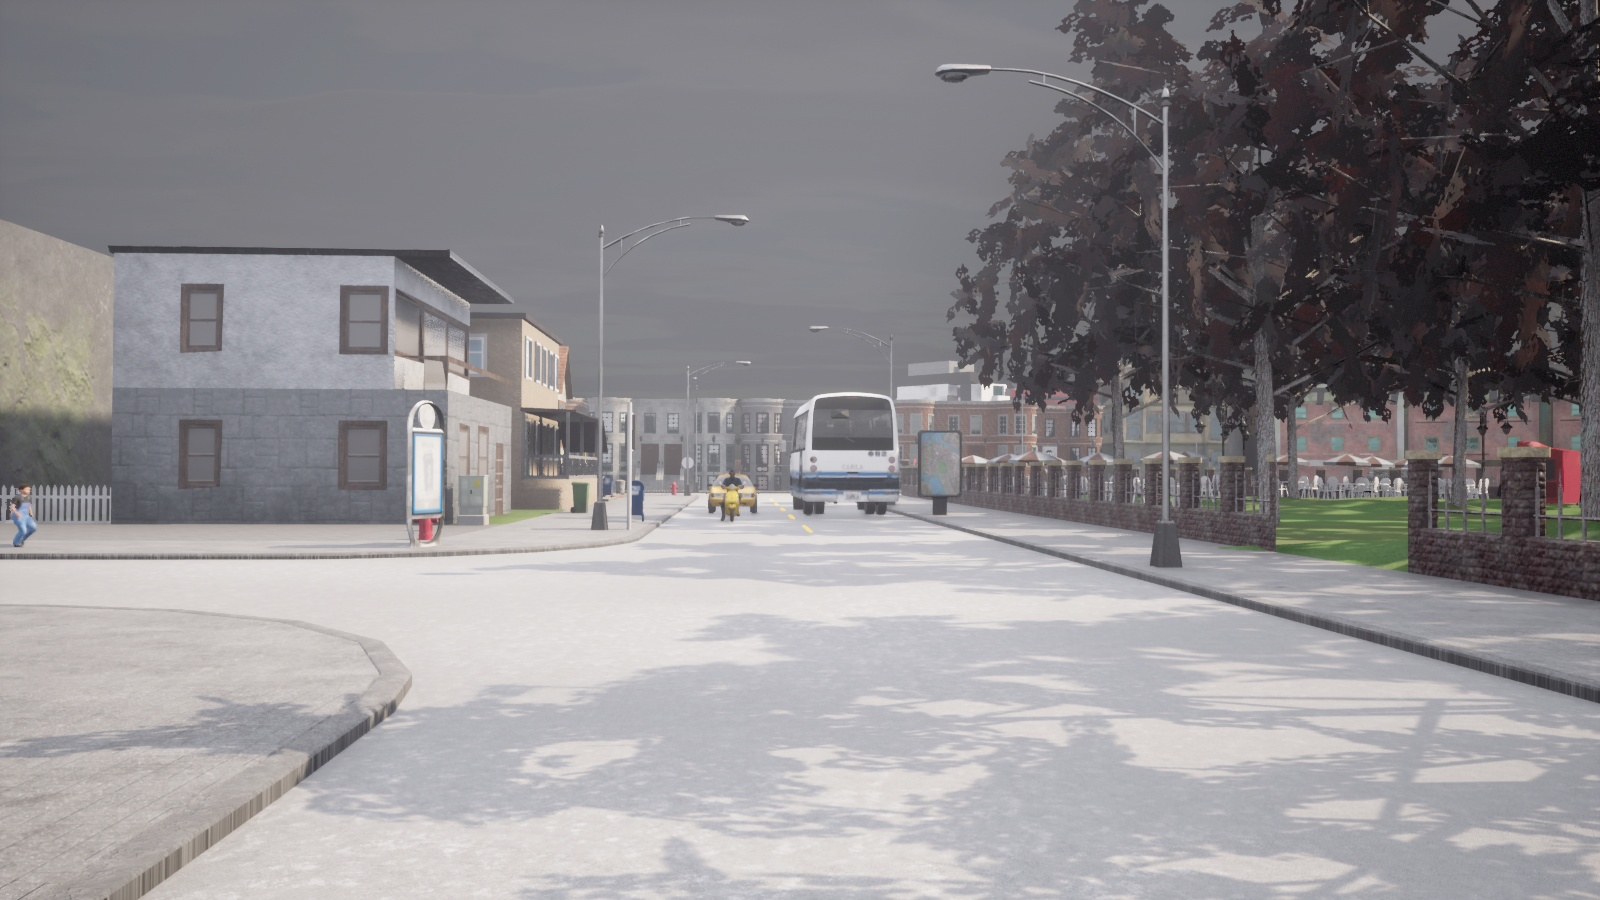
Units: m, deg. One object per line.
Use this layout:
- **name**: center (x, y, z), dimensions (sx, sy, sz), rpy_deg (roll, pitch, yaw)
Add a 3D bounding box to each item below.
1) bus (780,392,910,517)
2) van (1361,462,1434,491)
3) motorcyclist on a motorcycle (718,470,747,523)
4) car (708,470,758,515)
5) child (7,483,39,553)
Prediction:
- **bus**: center (1.446, 0.235, 47.920), dimensions (3.944, 4.253, 10.273), rpy_deg (0, -1, -4)
- **van**: center (41.328, 1.861, 87.009), dimensions (4.442, 1.987, 1.775), rpy_deg (-1, -1, 21)
- **motorcyclist on a motorcycle**: center (-2.091, 1.429, 38.936), dimensions (0.866, 1.590, 1.817), rpy_deg (0, -1, -3)
- **car**: center (-2.521, 1.560, 47.425), dimensions (1.801, 1.575, 5.366), rpy_deg (0, -1, -3)
- **child**: center (-14.258, 1.247, 23.045), dimensions (0.437, 1.263, 0.270), rpy_deg (0, -1, 14)
